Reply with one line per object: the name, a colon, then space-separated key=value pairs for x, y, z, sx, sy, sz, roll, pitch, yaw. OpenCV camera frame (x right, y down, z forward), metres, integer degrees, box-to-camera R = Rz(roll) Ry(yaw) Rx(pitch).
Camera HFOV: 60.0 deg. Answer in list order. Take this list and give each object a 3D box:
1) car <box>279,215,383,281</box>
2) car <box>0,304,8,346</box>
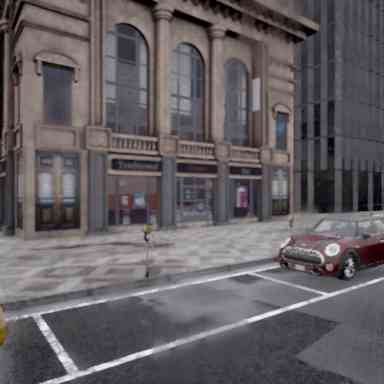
car: x=4.433 y=1.442 z=9.811 sx=4.097 sy=1.590 sz=1.967 roll=0 pitch=0 yaw=-35
car: x=-4.641 y=1.525 z=3.339 sx=4.829 sy=1.417 sz=1.752 roll=0 pitch=0 yaw=-35
